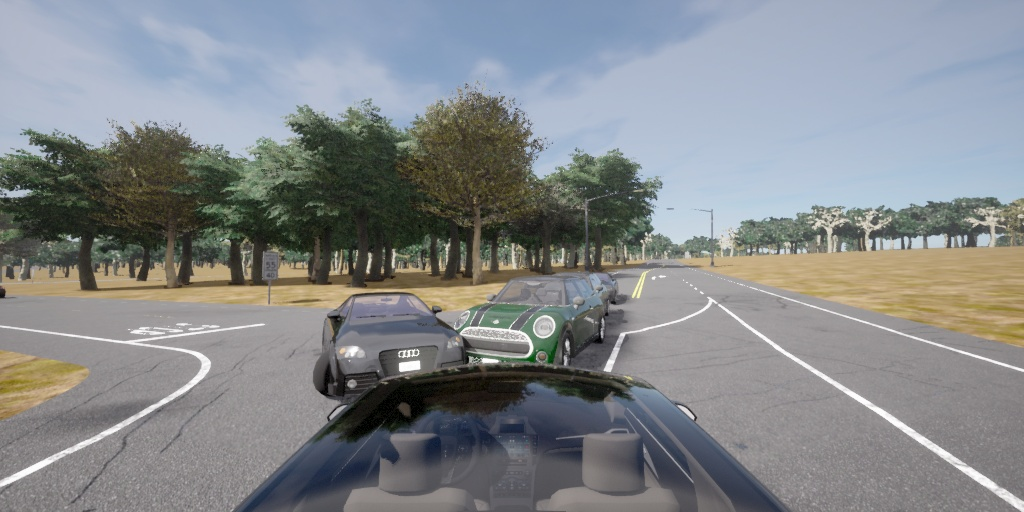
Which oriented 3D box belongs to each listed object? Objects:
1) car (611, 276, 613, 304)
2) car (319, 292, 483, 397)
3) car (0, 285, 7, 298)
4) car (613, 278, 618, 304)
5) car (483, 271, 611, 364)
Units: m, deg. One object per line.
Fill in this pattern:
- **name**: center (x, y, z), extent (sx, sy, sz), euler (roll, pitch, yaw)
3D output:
- **car**: center (2.023, 1.344, 12.143), extent (2.097, 1.767, 4.553), euler (-1, -1, 21)
- **car**: center (-2.355, 1.376, 6.625), extent (1.994, 1.385, 4.181), euler (1, -2, -29)
- **car**: center (-40.861, 2.562, 27.387), extent (4.181, 1.385, 1.994), euler (-2, -3, 22)
- **car**: center (4.217, 1.509, 17.870), extent (1.994, 1.385, 4.181), euler (-1, 0, 19)
- **car**: center (0.617, 1.218, 7.830), extent (2.097, 1.767, 4.553), euler (-1, -2, 26)
